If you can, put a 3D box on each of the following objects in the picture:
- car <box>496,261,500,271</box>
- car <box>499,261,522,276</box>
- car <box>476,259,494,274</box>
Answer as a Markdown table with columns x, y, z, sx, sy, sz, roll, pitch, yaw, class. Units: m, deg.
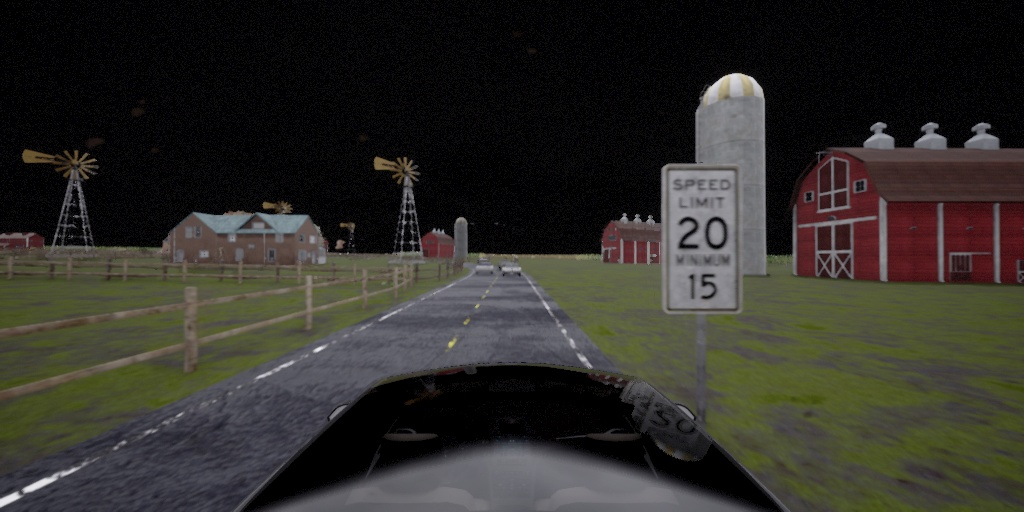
| x | y | z | sx | sy | sz | roll | pitch | yaw | class |
| --- | --- | --- | --- | --- | --- | --- | --- | --- | --- |
| -1.038 | 1.305 | 48.469 | 1.895 | 1.301 | 4.718 | 0 | 0 | -7 | car |
| -0.085 | 1.327 | 36.087 | 1.895 | 1.301 | 4.718 | 0 | 0 | -2 | car |
| -3.014 | 1.318 | 39.996 | 1.895 | 1.301 | 4.718 | 0 | 0 | -2 | car |
